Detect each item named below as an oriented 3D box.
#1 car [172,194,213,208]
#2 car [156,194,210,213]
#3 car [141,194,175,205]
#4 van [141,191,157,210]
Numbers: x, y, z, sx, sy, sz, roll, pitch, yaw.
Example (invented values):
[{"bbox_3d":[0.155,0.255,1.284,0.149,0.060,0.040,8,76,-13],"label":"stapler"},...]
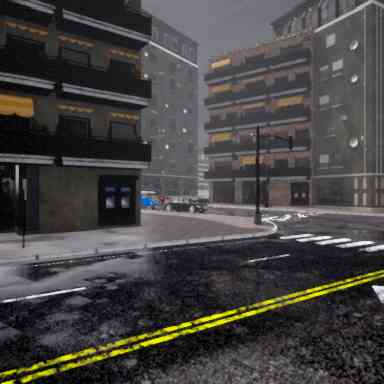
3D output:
[{"bbox_3d":[0.013,1.039,39.301,4.403,1.369,2.008,1,0,37],"label":"car"},{"bbox_3d":[-0.604,1.136,29.301,4.403,1.369,2.008,1,0,37],"label":"car"},{"bbox_3d":[-4.414,0.959,42.608,4.206,1.307,1.802,1,0,37],"label":"car"},{"bbox_3d":[-5.024,0.815,32.609,3.998,1.788,1.690,1,0,37],"label":"van"}]
